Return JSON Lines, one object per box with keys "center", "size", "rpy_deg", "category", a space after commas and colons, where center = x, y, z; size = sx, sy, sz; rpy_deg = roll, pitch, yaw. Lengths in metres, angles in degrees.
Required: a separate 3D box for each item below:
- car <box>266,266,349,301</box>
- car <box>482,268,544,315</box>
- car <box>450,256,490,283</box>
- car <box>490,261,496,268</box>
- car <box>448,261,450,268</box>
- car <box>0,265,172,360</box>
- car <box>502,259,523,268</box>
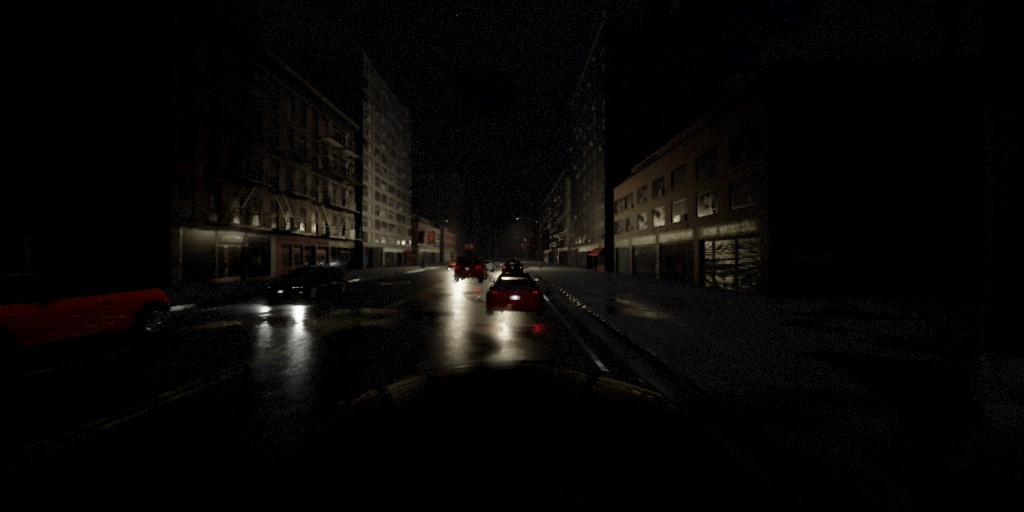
{"center": [-9.819, 1.267, 17.642], "size": [1.837, 1.490, 4.892], "rpy_deg": [0, 0, 0], "category": "car"}
{"center": [0.100, 1.323, 13.663], "size": [1.994, 1.385, 4.181], "rpy_deg": [0, 0, 0], "category": "car"}
{"center": [-3.228, 0.994, 28.654], "size": [2.150, 2.045, 5.566], "rpy_deg": [0, 0, 0], "category": "car"}
{"center": [-3.176, 1.309, 46.539], "size": [1.812, 1.442, 4.674], "rpy_deg": [0, 0, 0], "category": "car"}
{"center": [-9.791, 1.322, 62.227], "size": [1.812, 1.442, 4.674], "rpy_deg": [0, 0, 1], "category": "car"}
{"center": [-9.847, 1.107, 7.283], "size": [2.097, 1.767, 4.553], "rpy_deg": [0, 0, 0], "category": "car"}
{"center": [0.073, 1.126, 35.881], "size": [2.097, 1.767, 4.553], "rpy_deg": [0, 0, 0], "category": "car"}
